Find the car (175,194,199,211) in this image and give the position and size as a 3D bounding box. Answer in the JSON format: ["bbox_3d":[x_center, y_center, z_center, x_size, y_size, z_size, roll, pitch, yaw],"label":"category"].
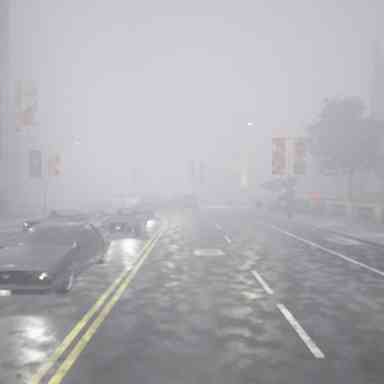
[{"bbox_3d":[-1.197,1.215,40.816,2.150,2.045,5.566,0,0,-29],"label":"car"}]

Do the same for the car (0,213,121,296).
[{"bbox_3d":[-3.609,1.546,9.033,2.033,1.411,5.357,0,0,0],"label":"car"}]

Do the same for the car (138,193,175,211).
[{"bbox_3d":[-4.242,1.346,39.114,2.097,1.767,4.553,0,0,-29],"label":"car"}]

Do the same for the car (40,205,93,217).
[{"bbox_3d":[-7.113,1.598,17.832,1.895,1.301,4.718,0,0,0],"label":"car"}]

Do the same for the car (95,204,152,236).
[{"bbox_3d":[-3.614,1.561,18.249,1.994,1.385,4.181,0,0,0],"label":"car"}]

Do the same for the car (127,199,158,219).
[{"bbox_3d":[-4.268,1.560,28.318,1.994,1.385,4.181,0,0,-10],"label":"car"}]

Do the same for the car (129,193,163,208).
[{"bbox_3d":[-6.927,1.214,49.642,2.150,2.045,5.566,0,0,-43],"label":"car"}]

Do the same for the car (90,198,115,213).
[{"bbox_3d":[-7.781,1.521,28.000,1.812,1.442,4.674,0,0,-10],"label":"car"}]

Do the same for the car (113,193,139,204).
[{"bbox_3d":[-9.755,1.215,47.554,2.150,2.045,5.566,0,0,-43],"label":"car"}]
